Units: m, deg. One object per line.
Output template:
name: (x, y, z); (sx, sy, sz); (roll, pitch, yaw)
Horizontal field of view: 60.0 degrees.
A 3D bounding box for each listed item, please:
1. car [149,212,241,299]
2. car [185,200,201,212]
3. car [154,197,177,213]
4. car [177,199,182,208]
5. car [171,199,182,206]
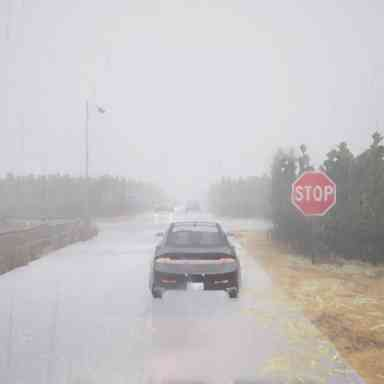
car: (0.075, 1.489, 8.435); (2.128, 1.511, 4.902); (0, 0, 0)
car: (0.112, 1.708, 41.886); (2.033, 1.411, 5.357); (0, 0, 0)
car: (-3.184, 1.502, 38.660); (2.097, 1.767, 4.553); (0, 0, 0)
car: (-3.173, 1.533, 51.908); (2.097, 1.767, 4.553); (0, -1, 0)
car: (-3.098, 2.086, 67.295); (1.994, 1.385, 4.181); (0, -1, 1)
